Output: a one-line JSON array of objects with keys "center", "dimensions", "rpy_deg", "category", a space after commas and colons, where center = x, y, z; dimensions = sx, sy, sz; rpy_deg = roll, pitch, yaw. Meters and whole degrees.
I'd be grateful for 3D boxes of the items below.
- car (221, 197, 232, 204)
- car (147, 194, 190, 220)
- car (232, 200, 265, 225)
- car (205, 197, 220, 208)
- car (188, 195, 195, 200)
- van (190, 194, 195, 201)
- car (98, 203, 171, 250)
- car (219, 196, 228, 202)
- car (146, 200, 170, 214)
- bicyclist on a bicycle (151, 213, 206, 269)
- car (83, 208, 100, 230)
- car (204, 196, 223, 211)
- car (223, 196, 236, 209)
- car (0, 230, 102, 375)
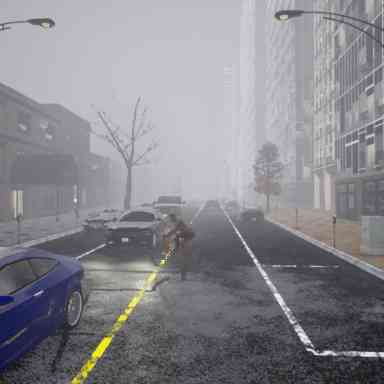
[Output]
[{"center": [6.545, 1.593, 63.414], "dimensions": [1.947, 1.339, 4.313], "rpy_deg": [1, 0, 4], "category": "car"}, {"center": [-1.626, 1.230, 25.223], "dimensions": [2.150, 2.045, 5.566], "rpy_deg": [0, 0, 4], "category": "car"}, {"center": [4.202, 1.559, 23.976], "dimensions": [2.008, 1.369, 4.403], "rpy_deg": [1, 0, 4], "category": "car"}, {"center": [3.163, 1.512, 50.957], "dimensions": [2.128, 1.511, 4.902], "rpy_deg": [0, 0, 4], "category": "car"}, {"center": [-0.069, 1.625, 92.156], "dimensions": [1.802, 1.307, 4.206], "rpy_deg": [1, 0, 4], "category": "car"}, {"center": [-0.414, 1.381, 86.522], "dimensions": [1.690, 1.788, 3.998], "rpy_deg": [1, 0, 4], "category": "van"}, {"center": [-2.288, 1.482, 14.686], "dimensions": [1.882, 1.535, 5.008], "rpy_deg": [0, 0, 4], "category": "car"}, {"center": [7.593, 1.603, 80.314], "dimensions": [1.947, 1.339, 4.313], "rpy_deg": [1, 0, 4], "category": "car"}, {"center": [-3.597, 1.595, 35.827], "dimensions": [1.802, 1.307, 4.206], "rpy_deg": [1, 0, 4], "category": "car"}, {"center": [-0.400, 1.455, 9.805], "dimensions": [1.656, 1.620, 0.582], "rpy_deg": [0, 0, 4], "category": "bicyclist on a bicycle"}, {"center": [-4.740, 1.557, 18.933], "dimensions": [2.008, 1.369, 4.403], "rpy_deg": [1, 0, 4], "category": "car"}, {"center": [2.543, 1.521, 40.889], "dimensions": [1.837, 1.490, 4.892], "rpy_deg": [0, 0, 4], "category": "car"}, {"center": [5.497, 1.564, 46.514], "dimensions": [1.887, 1.381, 4.507], "rpy_deg": [1, 0, 4], "category": "car"}, {"center": [-2.932, 1.527, 4.251], "dimensions": [1.812, 1.442, 4.674], "rpy_deg": [0, 0, 5], "category": "car"}]
